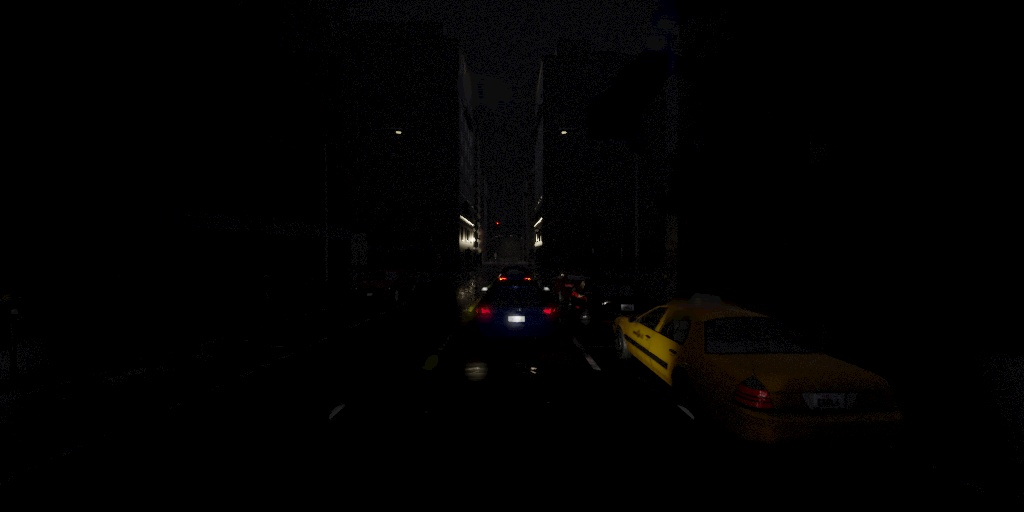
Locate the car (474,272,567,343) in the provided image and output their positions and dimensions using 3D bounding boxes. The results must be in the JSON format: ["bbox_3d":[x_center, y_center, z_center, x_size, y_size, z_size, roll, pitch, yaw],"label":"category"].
[{"bbox_3d":[0.101,1.312,9.649,1.994,1.385,4.181,0,0,0],"label":"car"}]

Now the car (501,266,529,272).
[{"bbox_3d":[0.104,1.270,19.664,1.812,1.442,4.674,0,0,-2],"label":"car"}]

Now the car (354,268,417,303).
[{"bbox_3d":[-5.669,1.290,16.549,1.888,1.381,4.507,0,0,0],"label":"car"}]

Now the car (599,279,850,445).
[{"bbox_3d":[2.874,1.274,5.549,1.751,1.417,4.829,0,0,0],"label":"car"}]

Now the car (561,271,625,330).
[{"bbox_3d":[2.875,1.313,10.965,1.948,1.339,4.313,0,0,0],"label":"car"}]

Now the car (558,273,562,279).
[{"bbox_3d":[2.876,1.327,16.551,1.802,1.307,4.207,0,0,0],"label":"car"}]
